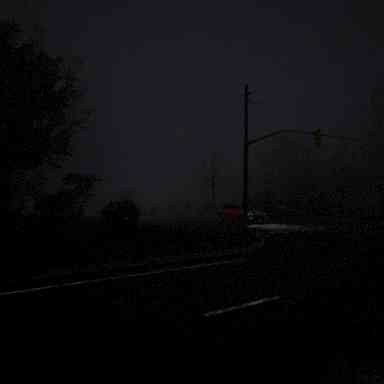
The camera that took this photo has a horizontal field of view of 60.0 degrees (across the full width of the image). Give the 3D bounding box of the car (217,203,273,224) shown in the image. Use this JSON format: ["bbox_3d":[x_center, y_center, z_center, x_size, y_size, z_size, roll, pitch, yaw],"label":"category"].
[{"bbox_3d":[4.122,1.735,27.811,2.097,1.767,4.553,1,-2,-33],"label":"car"}]

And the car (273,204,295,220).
[{"bbox_3d":[8.266,2.050,34.456,1.882,1.535,5.008,1,-3,-33],"label":"car"}]
